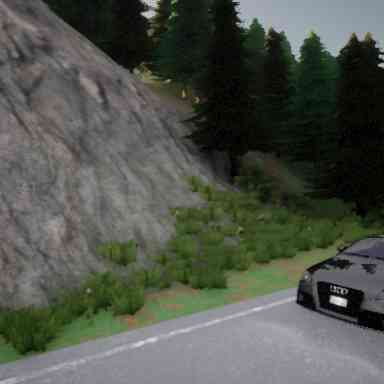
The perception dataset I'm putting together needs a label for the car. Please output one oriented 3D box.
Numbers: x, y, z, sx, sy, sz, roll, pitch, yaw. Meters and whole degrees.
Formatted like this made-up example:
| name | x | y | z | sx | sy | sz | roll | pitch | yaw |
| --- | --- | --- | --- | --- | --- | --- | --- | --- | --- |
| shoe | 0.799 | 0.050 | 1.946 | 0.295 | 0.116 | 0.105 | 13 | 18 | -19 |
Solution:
| name | x | y | z | sx | sy | sz | roll | pitch | yaw |
| --- | --- | --- | --- | --- | --- | --- | --- | --- | --- |
| car | 3.950 | 1.553 | 6.461 | 4.181 | 1.385 | 1.994 | 0 | 0 | -36 |
